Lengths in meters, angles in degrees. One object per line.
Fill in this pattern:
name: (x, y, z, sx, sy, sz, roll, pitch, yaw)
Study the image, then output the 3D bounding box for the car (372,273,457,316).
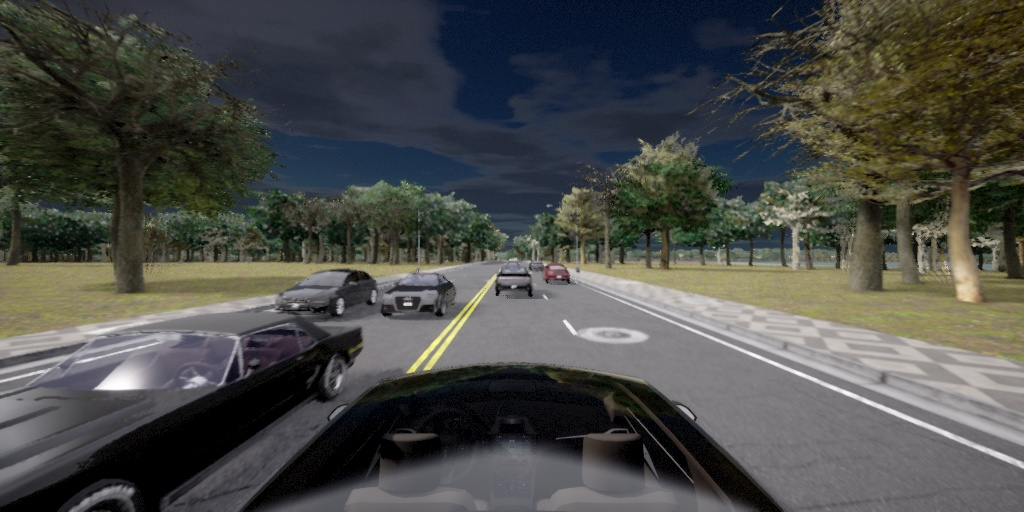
car: (-3.251, 1.319, 13.192, 1.994, 1.385, 4.181, 0, 0, 0)

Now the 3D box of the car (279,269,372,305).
car: (-6.501, 1.259, 13.192, 1.837, 1.490, 4.892, 0, 0, 0)

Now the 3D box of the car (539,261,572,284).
car: (3.329, 1.295, 27.539, 1.812, 1.442, 4.674, 0, 0, 0)

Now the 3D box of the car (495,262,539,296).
car: (0.099, 1.251, 19.362, 2.128, 1.511, 4.902, 0, 0, 0)

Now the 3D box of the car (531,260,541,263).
car: (3.344, 1.294, 49.828, 2.128, 1.511, 4.902, 0, 0, 0)

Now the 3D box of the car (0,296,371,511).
car: (-3.344, 1.351, 3.624, 1.895, 1.301, 4.718, 0, 0, 0)
